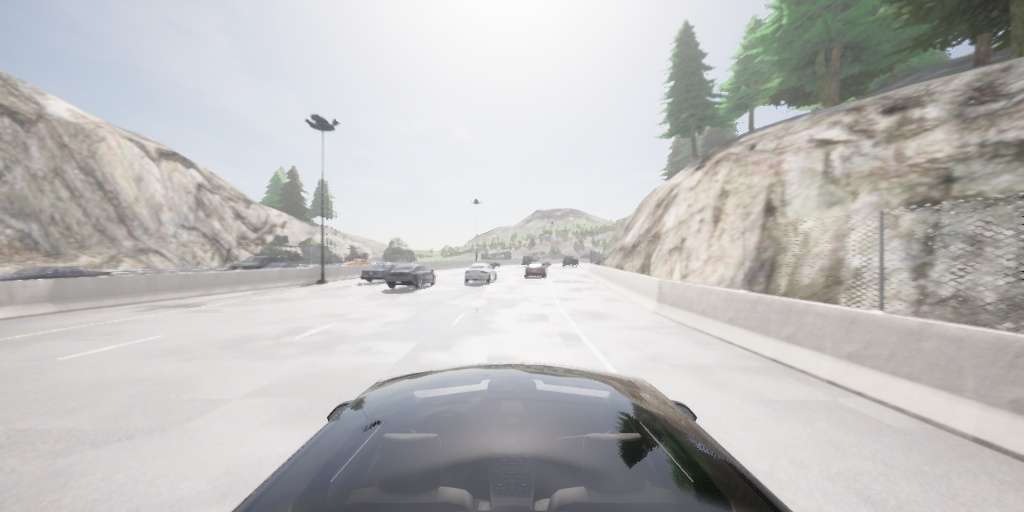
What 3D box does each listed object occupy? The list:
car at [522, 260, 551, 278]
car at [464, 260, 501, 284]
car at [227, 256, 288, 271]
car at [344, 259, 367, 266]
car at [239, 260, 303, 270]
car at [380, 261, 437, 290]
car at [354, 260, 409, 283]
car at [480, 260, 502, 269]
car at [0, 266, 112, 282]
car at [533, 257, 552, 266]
[{"bbox_3d":[2.427,1.323,34.996,1.994,1.385,4.181,0,0,10],"label":"car"},{"bbox_3d":[-2.318,1.282,27.255,1.812,1.442,4.674,0,0,7],"label":"car"},{"bbox_3d":[-22.828,0.977,32.718,2.150,2.045,5.566,0,0,8],"label":"car"},{"bbox_3d":[-24.899,1.240,57.887,1.882,1.535,5.008,0,0,15],"label":"car"},{"bbox_3d":[-19.611,1.302,30.349,2.033,1.411,5.357,0,0,7],"label":"car"},{"bbox_3d":[-6.199,1.260,22.662,1.837,1.490,4.892,-1,0,5],"label":"car"},{"bbox_3d":[-9.677,1.303,28.041,2.033,1.411,5.357,0,0,8],"label":"car"},{"bbox_3d":[-3.385,1.365,58.461,1.895,1.301,4.718,0,0,19],"label":"car"},{"bbox_3d":[-27.520,1.298,21.472,2.033,1.411,5.357,0,0,4],"label":"car"},{"bbox_3d":[5.612,1.368,63.316,1.895,1.301,4.718,0,0,21],"label":"car"}]
